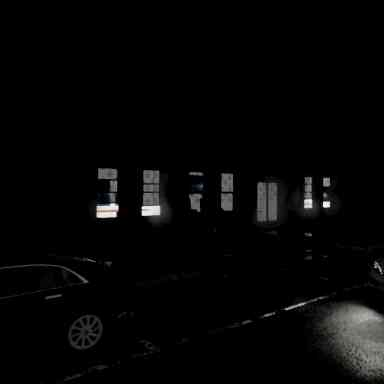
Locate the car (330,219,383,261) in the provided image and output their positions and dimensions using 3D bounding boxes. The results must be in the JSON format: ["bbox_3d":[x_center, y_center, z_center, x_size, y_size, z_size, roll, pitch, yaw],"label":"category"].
[{"bbox_3d":[6.345,1.582,11.068,4.206,1.307,1.802,0,0,-35],"label":"car"}]

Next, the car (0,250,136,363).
[{"bbox_3d":[-2.931,1.551,4.468,4.403,1.369,2.008,0,0,-35],"label":"car"}]

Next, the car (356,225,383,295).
[{"bbox_3d":[5.902,1.525,7.575,4.674,1.442,1.812,0,0,-35],"label":"car"}]
